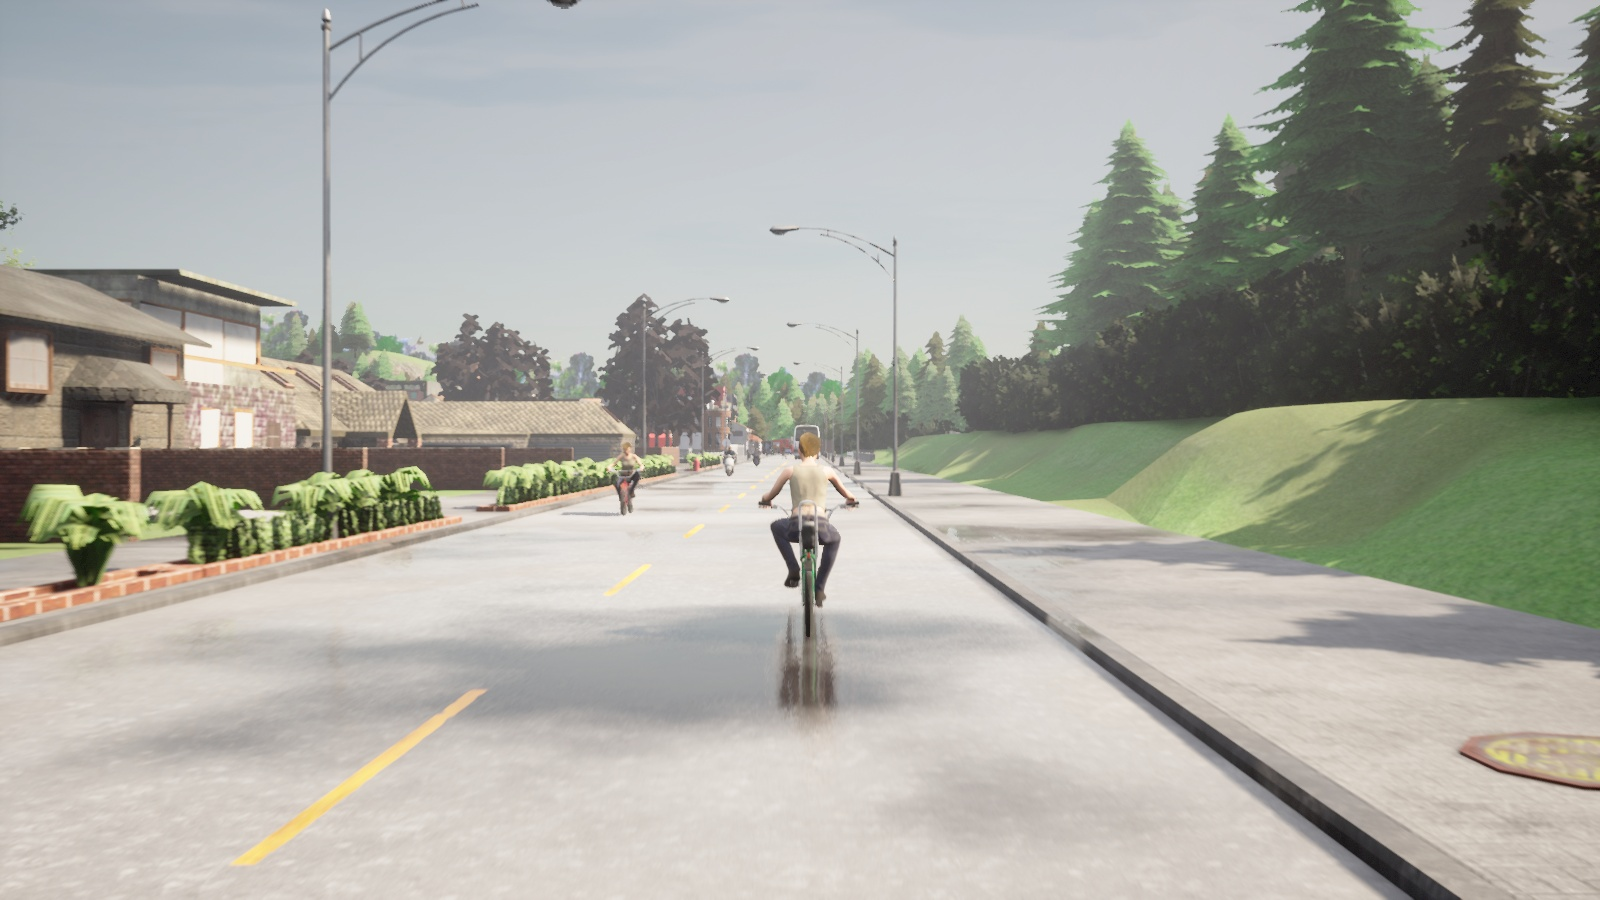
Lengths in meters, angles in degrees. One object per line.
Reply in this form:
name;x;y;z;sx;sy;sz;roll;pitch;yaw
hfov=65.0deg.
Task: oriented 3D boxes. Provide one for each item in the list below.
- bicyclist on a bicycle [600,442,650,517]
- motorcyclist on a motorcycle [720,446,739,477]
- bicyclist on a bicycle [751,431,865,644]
bicyclist on a bicycle;-3.825;0.629;27.513;0.866;1.612;1.509;0;0;0
motorcyclist on a motorcycle;-3.615;0.576;64.225;0.866;1.590;1.817;0;0;0
bicyclist on a bicycle;0.070;0.664;10.290;0.866;1.612;1.509;0;0;1
